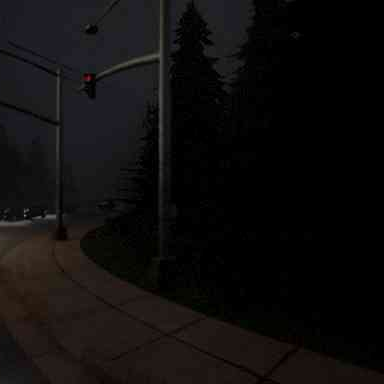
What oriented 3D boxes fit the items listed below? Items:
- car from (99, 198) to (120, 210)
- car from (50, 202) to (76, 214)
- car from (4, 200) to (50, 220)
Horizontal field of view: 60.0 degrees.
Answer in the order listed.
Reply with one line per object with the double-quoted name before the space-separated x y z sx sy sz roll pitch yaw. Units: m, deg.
"car" -12.432 1.860 48.992 2.128 1.511 4.902 0 -1 -4
"car" -15.619 1.903 40.215 1.895 1.301 4.718 0 0 -3
"car" -15.063 1.577 30.226 2.097 1.767 4.553 0 0 -3
